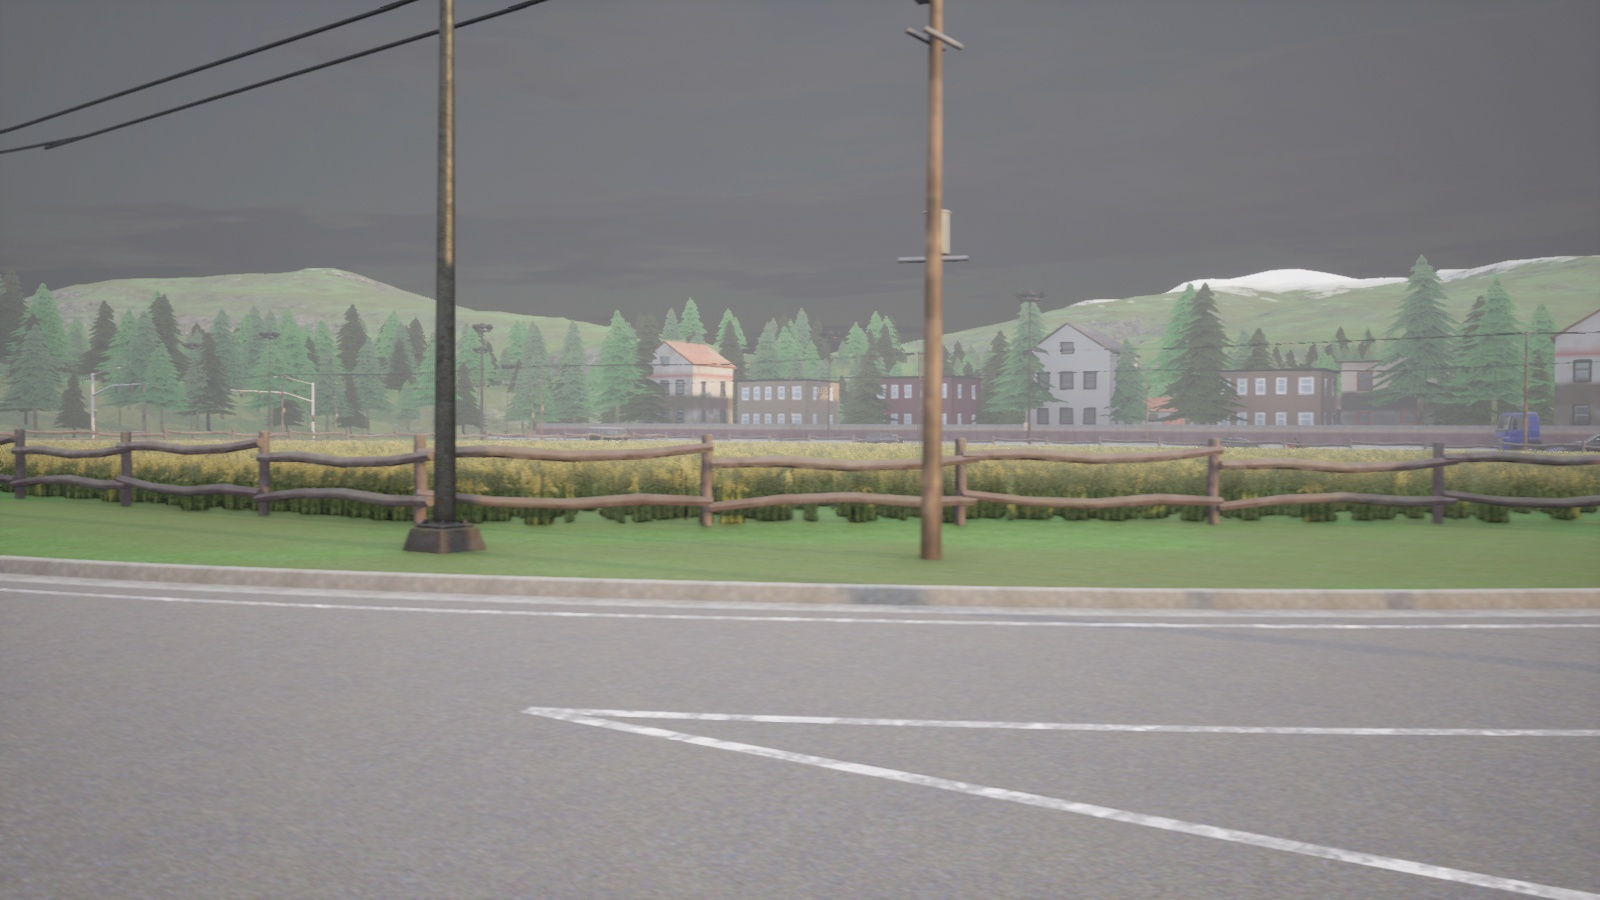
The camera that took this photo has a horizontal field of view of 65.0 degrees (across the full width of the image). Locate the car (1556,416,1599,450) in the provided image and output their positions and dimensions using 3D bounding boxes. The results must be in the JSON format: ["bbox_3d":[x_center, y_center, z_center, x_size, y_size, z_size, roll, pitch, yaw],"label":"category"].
[{"bbox_3d":[49.866,-1.056,77.253,5.566,2.045,2.150,0,1,24],"label":"car"}]

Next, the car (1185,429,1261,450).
[{"bbox_3d":[30.562,-0.738,90.695,4.892,1.490,1.837,0,1,34],"label":"car"}]
